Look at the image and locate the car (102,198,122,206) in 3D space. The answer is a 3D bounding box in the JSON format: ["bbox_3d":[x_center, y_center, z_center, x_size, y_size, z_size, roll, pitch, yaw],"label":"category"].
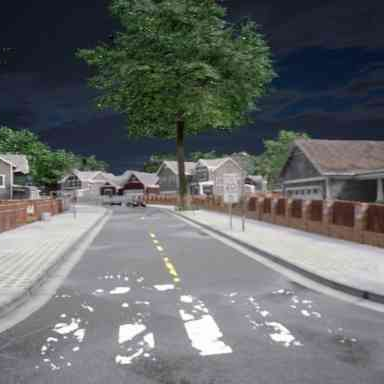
[{"bbox_3d":[-13.223,1.594,54.697,1.994,1.385,4.181,0,-1,-38],"label":"car"}]

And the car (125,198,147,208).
[{"bbox_3d":[-7.854,1.540,46.055,1.895,1.301,4.718,0,0,-25],"label":"car"}]
